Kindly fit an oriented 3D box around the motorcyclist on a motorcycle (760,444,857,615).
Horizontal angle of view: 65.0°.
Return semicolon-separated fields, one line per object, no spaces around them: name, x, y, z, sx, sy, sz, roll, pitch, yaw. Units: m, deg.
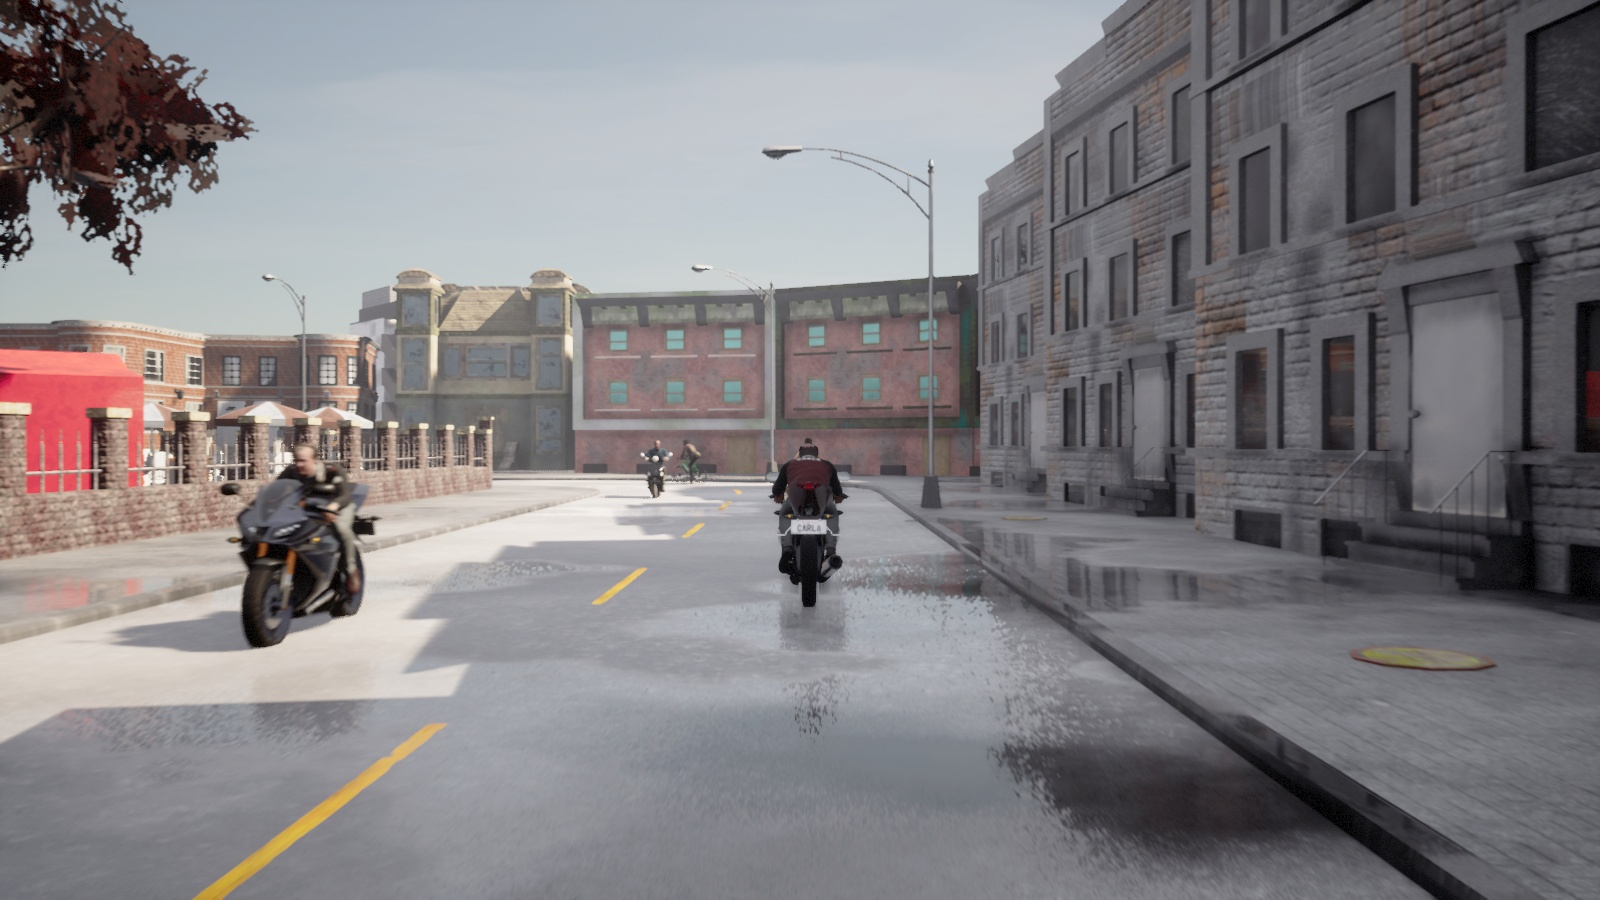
motorcyclist on a motorcycle;0.085;0.712;12.357;0.866;1.530;2.191;0;0;0

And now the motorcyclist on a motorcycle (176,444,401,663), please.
motorcyclist on a motorcycle;-3.929;0.723;9.884;0.866;1.530;2.191;0;0;0

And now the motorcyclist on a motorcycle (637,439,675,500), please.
motorcyclist on a motorcycle;-3.887;0.505;33.975;0.866;1.590;1.817;0;0;-2

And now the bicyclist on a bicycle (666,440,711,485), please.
bicyclist on a bicycle;-4.053;0.442;45.440;1.656;1.620;0.582;0;2;39
